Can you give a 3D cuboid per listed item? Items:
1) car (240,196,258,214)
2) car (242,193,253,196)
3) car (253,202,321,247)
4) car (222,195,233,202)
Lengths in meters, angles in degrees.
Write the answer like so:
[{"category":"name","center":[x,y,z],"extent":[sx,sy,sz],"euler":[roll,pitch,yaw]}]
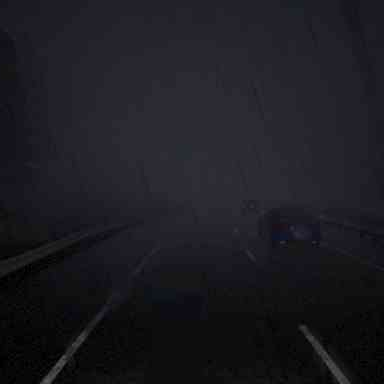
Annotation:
[{"category":"car","center":[5.790,1.452,33.324],"extent":[2.033,1.411,5.357],"euler":[0,0,7]},{"category":"car","center":[13.864,1.191,86.477],"extent":[1.812,1.442,4.674],"euler":[0,0,18]},{"category":"car","center":[4.120,1.436,14.796],"extent":[1.882,1.535,5.008],"euler":[0,0,3]},{"category":"car","center":[7.337,1.308,67.994],"extent":[1.837,1.490,4.892],"euler":[0,0,14]}]
